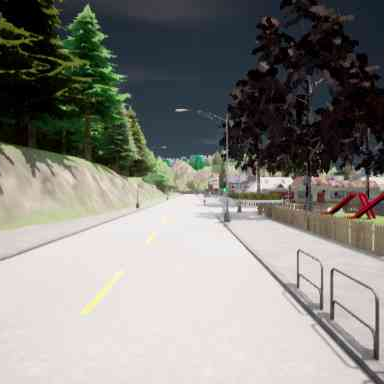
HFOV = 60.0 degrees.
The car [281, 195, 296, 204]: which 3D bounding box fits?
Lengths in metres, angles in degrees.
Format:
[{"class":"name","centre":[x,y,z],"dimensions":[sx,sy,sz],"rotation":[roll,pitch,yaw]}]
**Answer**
[{"class":"car","centre":[15.786,1.256,55.431],"dimensions":[1.994,1.381,4.181],"rotation":[0,0,0]}]
